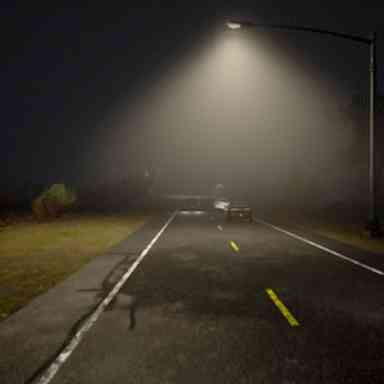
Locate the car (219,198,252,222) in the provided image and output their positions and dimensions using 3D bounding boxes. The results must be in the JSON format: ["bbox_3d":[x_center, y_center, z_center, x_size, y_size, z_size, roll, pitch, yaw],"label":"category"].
[{"bbox_3d":[3.581,1.477,26.535,2.128,1.511,4.902,0,0,1],"label":"car"}]

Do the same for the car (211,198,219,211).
[{"bbox_3d":[3.523,1.483,40.378,1.812,1.442,4.674,0,0,0],"label":"car"}]

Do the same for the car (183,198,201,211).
[{"bbox_3d":[-0.029,1.458,39.809,1.837,1.490,4.892,0,0,0],"label":"car"}]
